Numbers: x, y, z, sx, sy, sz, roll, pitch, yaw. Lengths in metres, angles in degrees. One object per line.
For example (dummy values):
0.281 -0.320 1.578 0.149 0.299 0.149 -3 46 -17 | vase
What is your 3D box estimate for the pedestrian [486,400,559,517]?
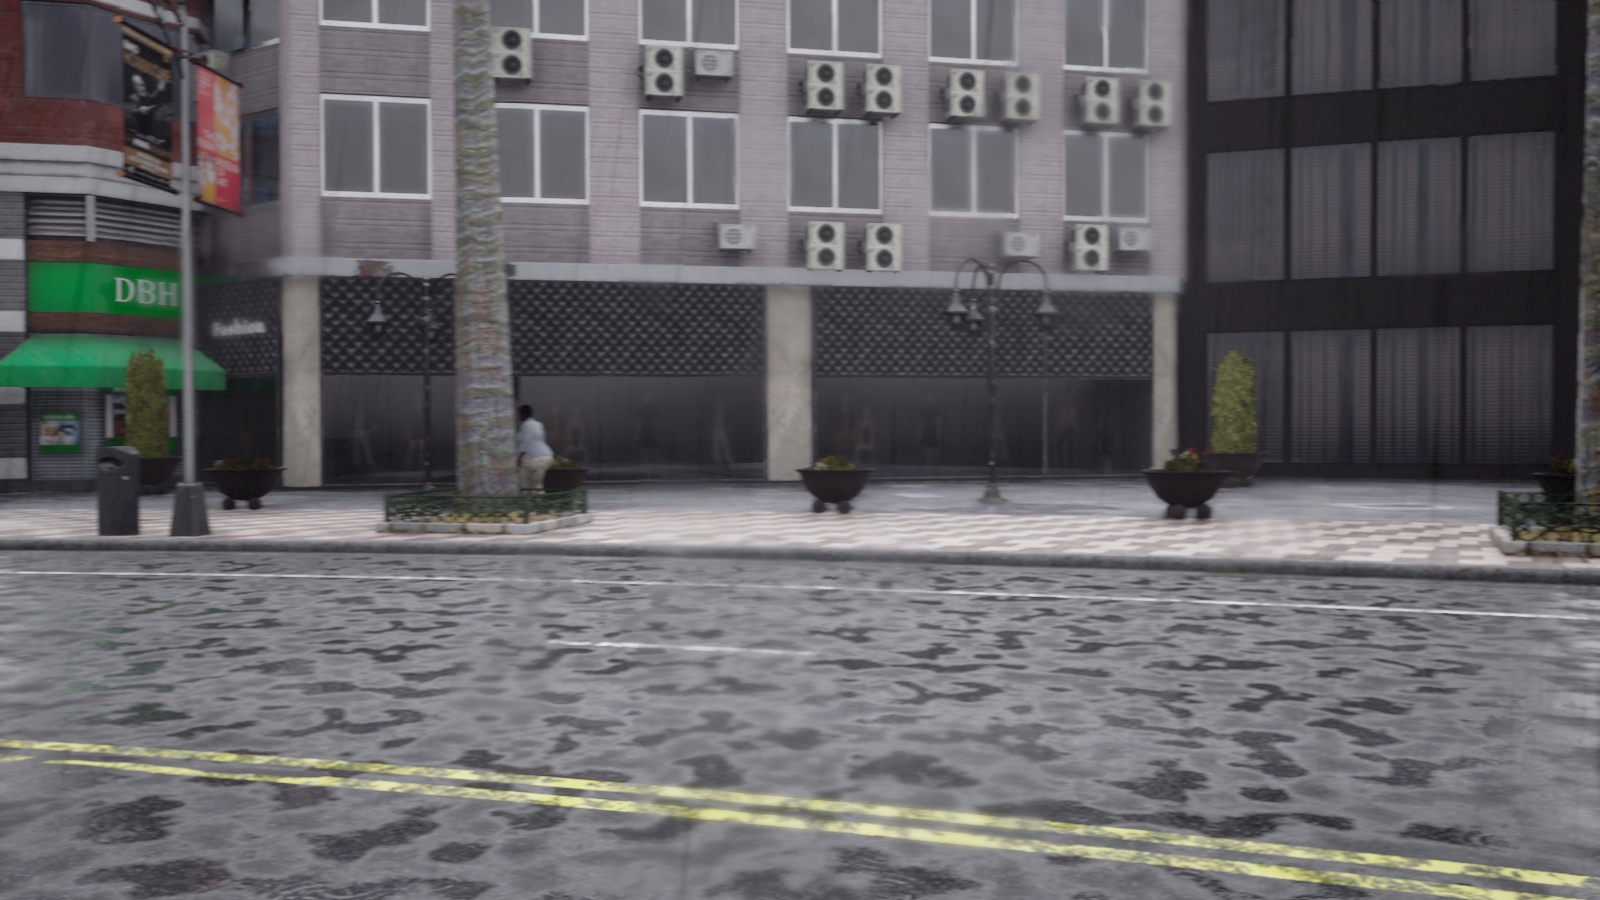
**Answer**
-4.490 0.120 20.363 0.900 1.855 0.874 0 1 8 | pedestrian
